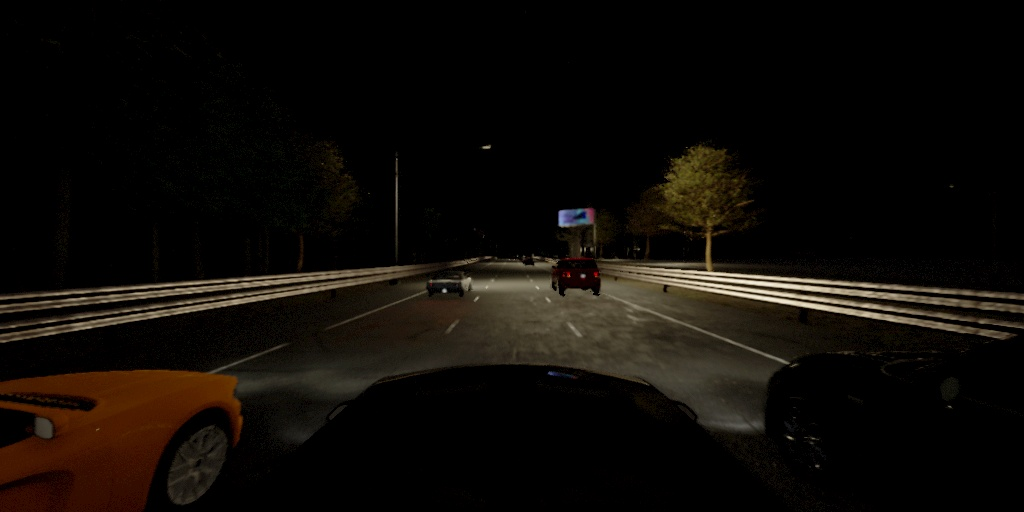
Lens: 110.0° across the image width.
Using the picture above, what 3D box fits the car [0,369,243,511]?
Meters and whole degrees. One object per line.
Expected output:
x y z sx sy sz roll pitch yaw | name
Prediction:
-3.402 1.224 1.244 1.882 1.535 5.008 0 0 0 | car

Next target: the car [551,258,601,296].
3.597 1.128 20.871 2.150 2.045 5.566 0 0 0 | car

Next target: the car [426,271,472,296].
-3.403 1.502 20.307 1.895 1.301 4.718 0 0 0 | car

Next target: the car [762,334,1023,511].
3.599 1.103 1.781 2.097 1.767 4.553 0 0 0 | car
